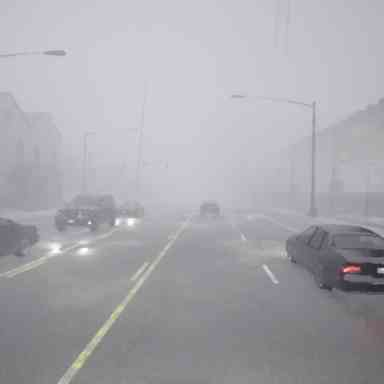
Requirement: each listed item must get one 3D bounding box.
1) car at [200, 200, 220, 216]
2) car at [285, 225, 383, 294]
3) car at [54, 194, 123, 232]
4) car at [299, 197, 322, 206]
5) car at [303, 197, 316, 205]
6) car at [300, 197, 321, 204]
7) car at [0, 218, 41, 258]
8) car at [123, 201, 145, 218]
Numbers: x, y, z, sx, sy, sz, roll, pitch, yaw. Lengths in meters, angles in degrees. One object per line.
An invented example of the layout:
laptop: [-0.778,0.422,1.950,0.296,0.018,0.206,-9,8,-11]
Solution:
car: [1.782,1.544,33.260,2.128,1.511,4.902,1,0,3]
car: [3.958,1.602,9.052,2.033,1.411,5.357,1,0,4]
car: [-6.110,1.171,19.942,2.150,2.045,5.566,1,0,3]
car: [22.743,1.777,63.736,4.974,1.542,2.038,1,0,-43]
car: [22.543,1.612,59.091,1.853,1.218,4.536,1,0,-33]
car: [22.783,1.619,63.772,4.536,1.218,1.853,1,0,-43]
car: [-6.642,1.481,10.021,2.033,1.411,5.357,1,0,3]
car: [-5.534,1.530,29.902,1.994,1.385,4.181,1,0,4]
